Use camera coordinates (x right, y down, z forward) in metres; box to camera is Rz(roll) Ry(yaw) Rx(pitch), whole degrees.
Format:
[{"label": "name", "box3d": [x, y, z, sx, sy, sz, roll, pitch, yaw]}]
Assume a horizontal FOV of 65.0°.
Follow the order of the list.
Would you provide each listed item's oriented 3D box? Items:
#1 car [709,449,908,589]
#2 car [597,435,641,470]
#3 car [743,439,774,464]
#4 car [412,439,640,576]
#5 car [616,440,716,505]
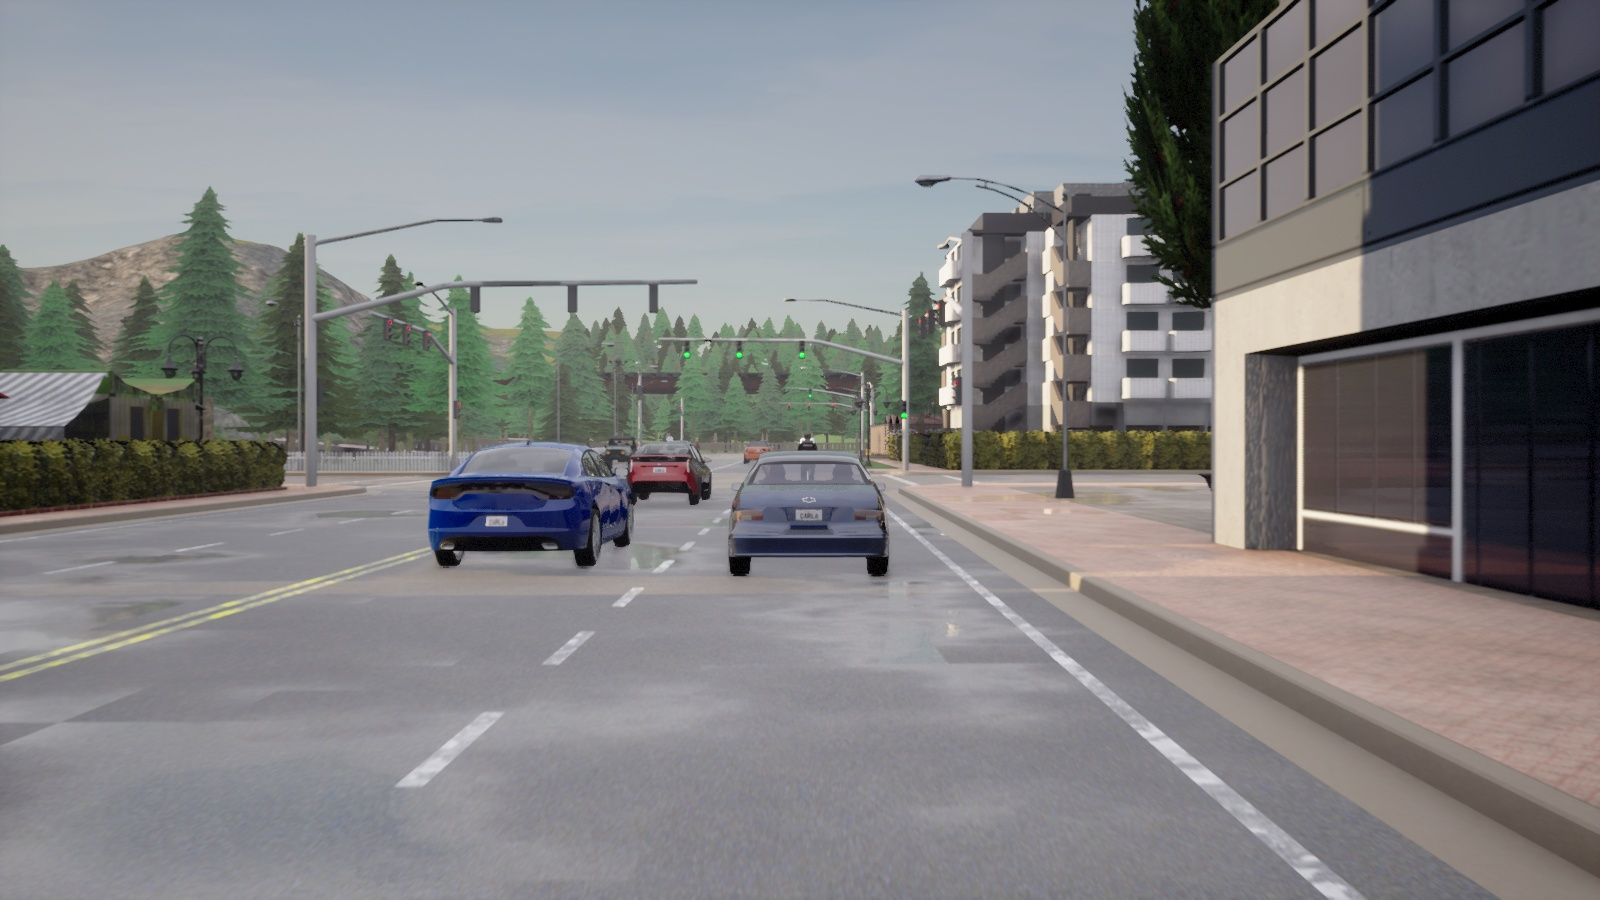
[{"label": "car", "box3d": [0.104, 0.706, 15.543, 2.033, 1.411, 5.357, 0, 0, 0]}, {"label": "car", "box3d": [-10.087, 0.139, 70.175, 1.905, 1.878, 3.866, 0, 0, 0]}, {"label": "car", "box3d": [-2.966, 0.087, 91.412, 2.097, 1.767, 4.553, 0, 0, 0]}, {"label": "car", "box3d": [-3.391, 0.628, 16.578, 1.882, 1.535, 5.008, 0, 0, 0]}, {"label": "car", "box3d": [-3.304, 0.512, 31.770, 2.007, 1.525, 4.514, 0, 0, 0]}]
